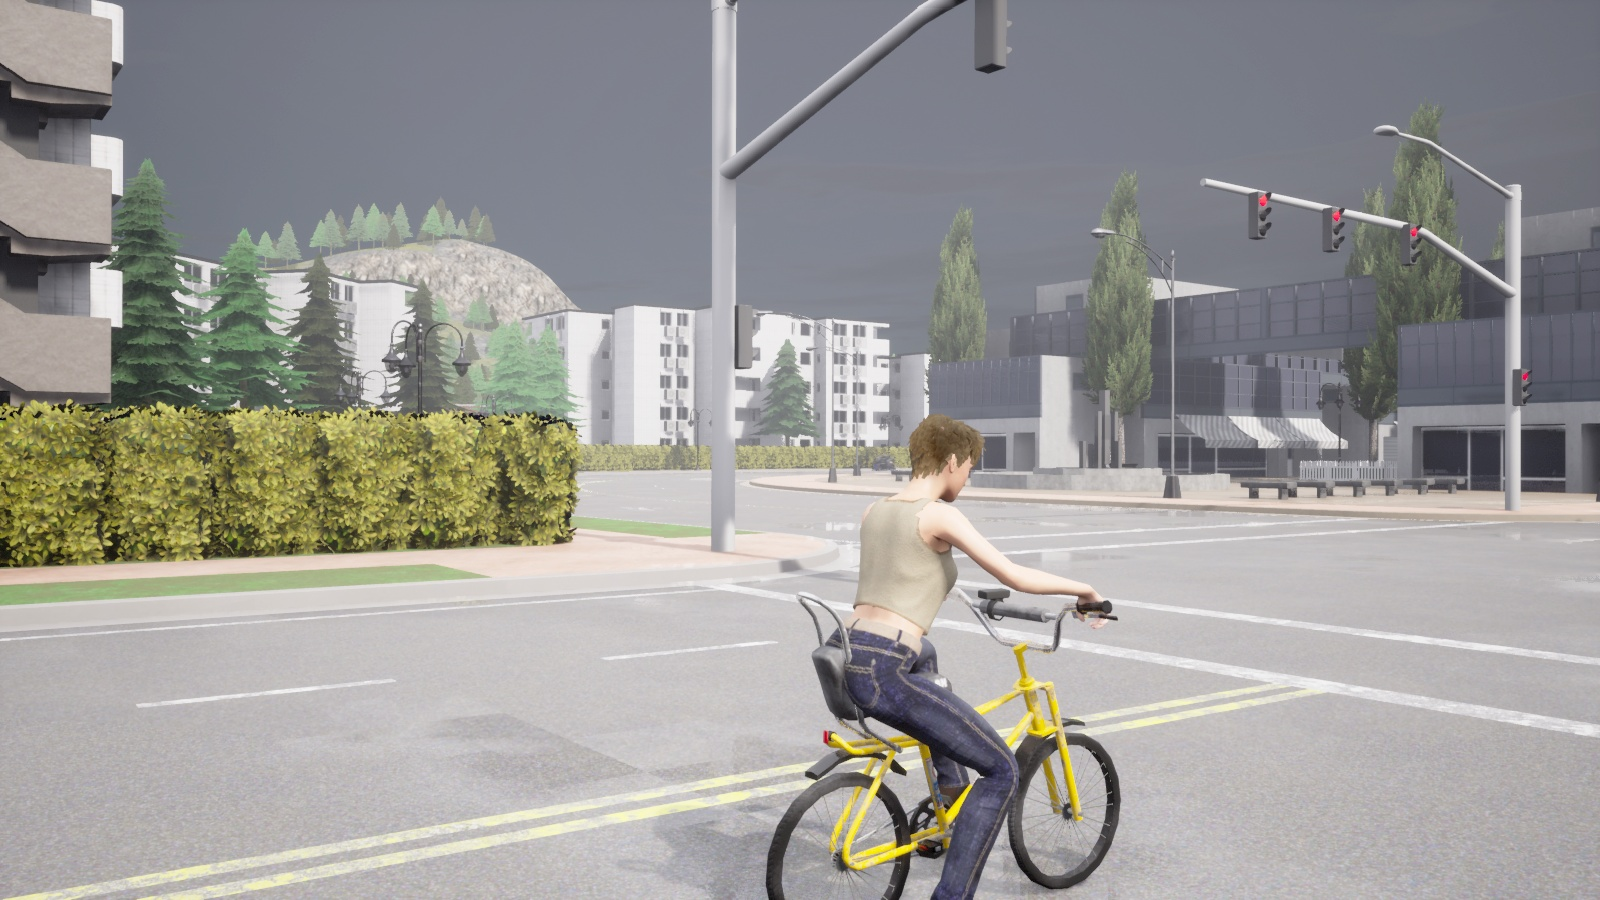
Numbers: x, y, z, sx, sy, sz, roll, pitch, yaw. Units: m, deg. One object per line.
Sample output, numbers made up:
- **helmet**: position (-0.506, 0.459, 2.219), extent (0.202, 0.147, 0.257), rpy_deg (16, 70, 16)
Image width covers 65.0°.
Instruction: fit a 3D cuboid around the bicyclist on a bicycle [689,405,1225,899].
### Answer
- **bicyclist on a bicycle**: position (0.520, 0.690, 4.026), extent (1.509, 1.612, 0.866), rpy_deg (0, 0, -35)
